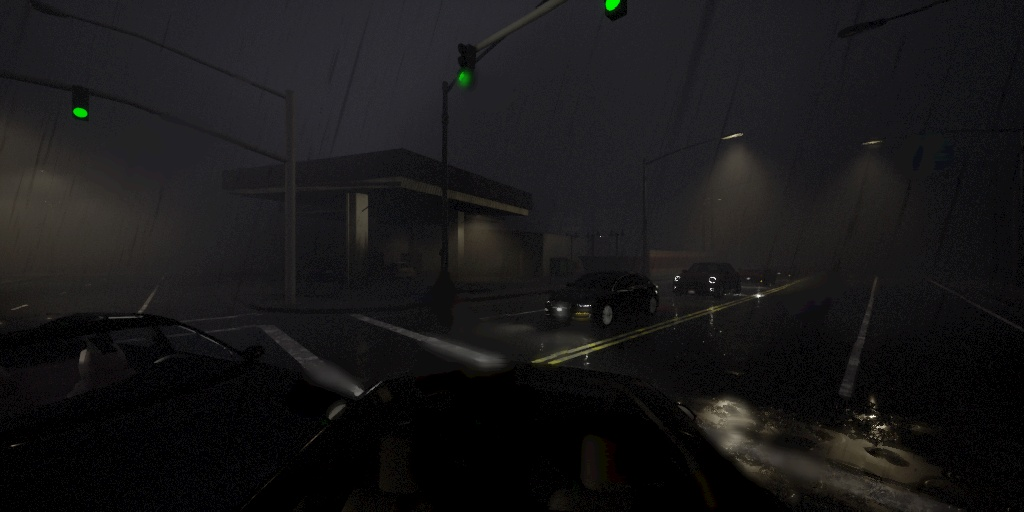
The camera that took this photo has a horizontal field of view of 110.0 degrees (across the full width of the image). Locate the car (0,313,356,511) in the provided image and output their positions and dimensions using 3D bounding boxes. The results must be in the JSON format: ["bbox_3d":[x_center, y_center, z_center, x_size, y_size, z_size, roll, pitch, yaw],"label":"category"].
[{"bbox_3d":[-3.379,1.242,2.693,4.902,1.511,2.128,0,0,16],"label":"car"}]

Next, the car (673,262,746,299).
[{"bbox_3d":[10.018,1.102,18.341,4.553,1.767,2.097,0,0,-44],"label":"car"}]

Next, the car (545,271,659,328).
[{"bbox_3d":[3.069,1.255,11.608,4.892,1.490,1.837,0,0,-44],"label":"car"}]

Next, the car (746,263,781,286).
[{"bbox_3d":[17.056,1.314,25.138,4.181,1.385,1.994,0,0,-45],"label":"car"}]

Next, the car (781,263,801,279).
[{"bbox_3d":[24.304,1.314,32.075,4.181,1.385,1.994,0,0,-44],"label":"car"}]
